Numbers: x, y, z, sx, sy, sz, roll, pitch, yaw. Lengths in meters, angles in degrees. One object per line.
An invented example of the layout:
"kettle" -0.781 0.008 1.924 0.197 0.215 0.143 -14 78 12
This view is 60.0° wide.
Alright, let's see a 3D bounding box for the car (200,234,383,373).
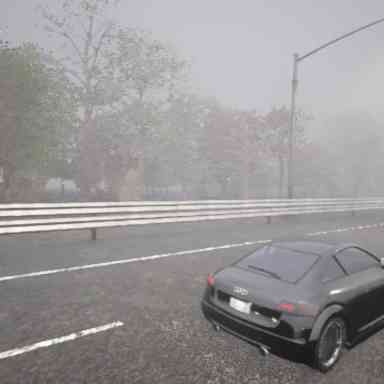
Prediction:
"car" 2.159 1.443 5.580 4.181 1.385 1.994 0 2 -40
